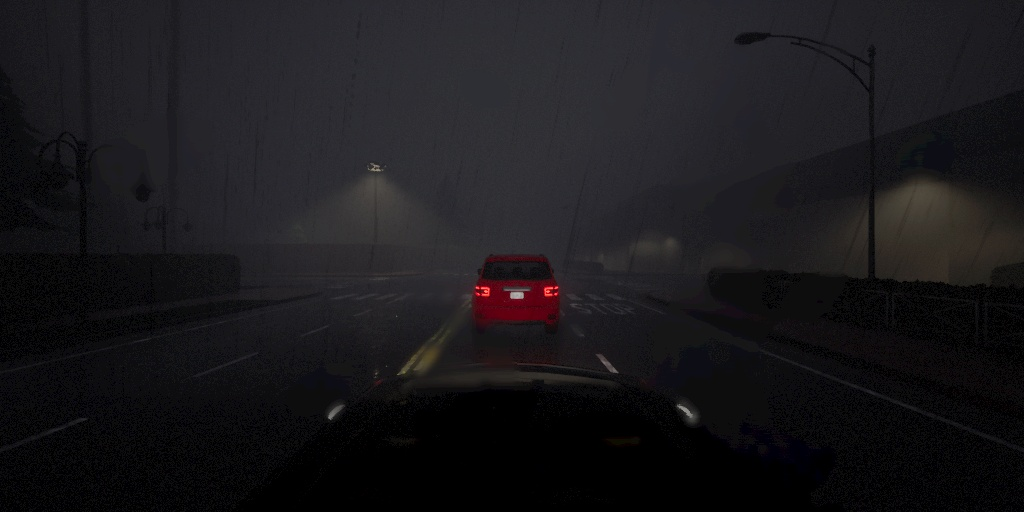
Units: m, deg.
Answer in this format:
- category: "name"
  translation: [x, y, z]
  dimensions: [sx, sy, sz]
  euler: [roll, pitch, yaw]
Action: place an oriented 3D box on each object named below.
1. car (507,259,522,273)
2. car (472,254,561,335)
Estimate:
- category: "car"
  translation: [0.333, 1.227, 45.522]
  dimensions: [1.882, 1.535, 5.008]
  euler: [0, 0, 1]
- category: "car"
  translation: [0.116, 0.971, 10.664]
  dimensions: [2.150, 2.045, 5.566]
  euler: [0, 0, 0]
